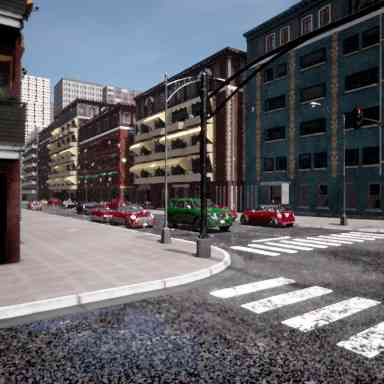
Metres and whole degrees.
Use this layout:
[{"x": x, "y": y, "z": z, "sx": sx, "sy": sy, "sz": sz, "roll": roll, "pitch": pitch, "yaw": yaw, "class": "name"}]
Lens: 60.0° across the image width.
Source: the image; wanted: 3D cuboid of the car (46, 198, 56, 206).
[{"x": -32.736, "y": 2.331, "z": 78.703, "sx": 2.192, "sy": 1.841, "sz": 5.009, "roll": -1, "pitch": 0, "yaw": -35, "class": "car"}]

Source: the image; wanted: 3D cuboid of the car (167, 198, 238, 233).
[{"x": 0.288, "y": 1.427, "z": 21.871, "sx": 2.150, "sy": 2.045, "sz": 5.566, "roll": 0, "pitch": -1, "yaw": -33, "class": "car"}]

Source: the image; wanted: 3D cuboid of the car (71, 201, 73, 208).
[{"x": -16.665, "y": 2.153, "z": 51.332, "sx": 1.812, "sy": 1.442, "sz": 4.674, "roll": 0, "pitch": -1, "yaw": -35, "class": "car"}]

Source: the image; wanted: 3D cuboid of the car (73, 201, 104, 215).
[{"x": -12.651, "y": 2.048, "z": 40.456, "sx": 1.994, "sy": 1.385, "sz": 4.181, "roll": 0, "pitch": -1, "yaw": -34, "class": "car"}]

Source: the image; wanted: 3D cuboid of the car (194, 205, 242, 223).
[{"x": 2.154, "y": 1.853, "z": 28.620, "sx": 1.802, "sy": 1.307, "sz": 4.206, "roll": -1, "pitch": 0, "yaw": -35, "class": "car"}]

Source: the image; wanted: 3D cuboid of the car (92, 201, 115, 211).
[{"x": -13.706, "y": 2.163, "z": 51.383, "sx": 2.008, "sy": 1.369, "sz": 4.403, "roll": -1, "pitch": 0, "yaw": -35, "class": "car"}]

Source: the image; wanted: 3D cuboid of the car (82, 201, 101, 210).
[{"x": -16.877, "y": 2.262, "z": 55.936, "sx": 1.802, "sy": 1.307, "sz": 4.206, "roll": -1, "pitch": 0, "yaw": -35, "class": "car"}]

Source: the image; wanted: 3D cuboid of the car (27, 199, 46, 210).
[{"x": -26.504, "y": 2.172, "z": 55.968, "sx": 1.967, "sy": 1.590, "sz": 4.097, "roll": -1, "pitch": 0, "yaw": -35, "class": "car"}]

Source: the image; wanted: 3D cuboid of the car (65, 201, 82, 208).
[{"x": -23.219, "y": 2.380, "z": 65.042, "sx": 1.947, "sy": 1.339, "sz": 4.313, "roll": -1, "pitch": 0, "yaw": -35, "class": "car"}]

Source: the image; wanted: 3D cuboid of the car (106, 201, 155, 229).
[{"x": -4.306, "y": 1.696, "z": 24.096, "sx": 1.967, "sy": 1.590, "sz": 4.097, "roll": -1, "pitch": 0, "yaw": -35, "class": "car"}]

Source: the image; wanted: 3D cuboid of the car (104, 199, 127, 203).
[{"x": -10.539, "y": 1.859, "z": 46.831, "sx": 2.192, "sy": 1.841, "sz": 5.009, "roll": -1, "pitch": 0, "yaw": -35, "class": "car"}]

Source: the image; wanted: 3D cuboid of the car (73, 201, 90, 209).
[{"x": -20.048, "y": 2.329, "z": 60.489, "sx": 1.802, "sy": 1.307, "sz": 4.206, "roll": -1, "pitch": 0, "yaw": -35, "class": "car"}]

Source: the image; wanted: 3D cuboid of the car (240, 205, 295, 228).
[{"x": 5.326, "y": 1.642, "z": 24.069, "sx": 1.967, "sy": 1.590, "sz": 4.097, "roll": -1, "pitch": 0, "yaw": -35, "class": "car"}]

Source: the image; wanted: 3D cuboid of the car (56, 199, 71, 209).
[{"x": -22.360, "y": 2.350, "z": 59.506, "sx": 1.895, "sy": 1.301, "sz": 4.718, "roll": 0, "pitch": -1, "yaw": -35, "class": "car"}]

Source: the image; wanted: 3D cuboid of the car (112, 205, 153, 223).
[{"x": -5.500, "y": 1.931, "z": 30.148, "sx": 1.895, "sy": 1.301, "sz": 4.718, "roll": 0, "pitch": -1, "yaw": -35, "class": "car"}]

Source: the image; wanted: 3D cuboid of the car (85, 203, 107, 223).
[{"x": -7.475, "y": 1.906, "z": 28.649, "sx": 1.802, "sy": 1.307, "sz": 4.206, "roll": -1, "pitch": 0, "yaw": -35, "class": "car"}]
